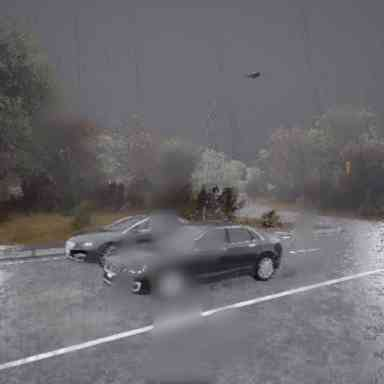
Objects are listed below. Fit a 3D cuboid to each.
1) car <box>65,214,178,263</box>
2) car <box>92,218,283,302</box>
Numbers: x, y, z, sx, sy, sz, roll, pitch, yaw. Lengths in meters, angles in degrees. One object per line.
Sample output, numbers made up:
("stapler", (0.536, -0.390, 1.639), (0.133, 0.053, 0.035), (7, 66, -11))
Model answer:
("car", (-1.708, 1.528, 11.357), (4.902, 1.511, 2.128), (1, 0, -35))
("car", (0.244, 1.539, 8.450), (4.892, 1.490, 1.837), (1, 0, -35))
